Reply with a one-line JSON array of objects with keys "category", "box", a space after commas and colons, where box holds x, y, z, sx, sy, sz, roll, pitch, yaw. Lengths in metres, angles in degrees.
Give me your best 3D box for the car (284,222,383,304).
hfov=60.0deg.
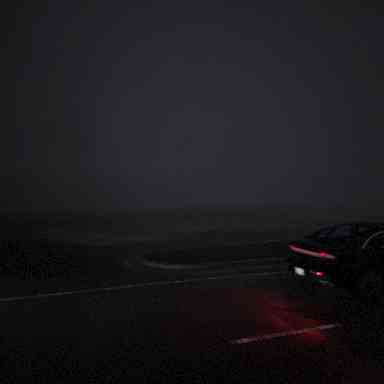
[{"category": "car", "box": [4.596, 1.490, 7.947, 4.902, 1.511, 2.128, 0, 0, -19]}]
